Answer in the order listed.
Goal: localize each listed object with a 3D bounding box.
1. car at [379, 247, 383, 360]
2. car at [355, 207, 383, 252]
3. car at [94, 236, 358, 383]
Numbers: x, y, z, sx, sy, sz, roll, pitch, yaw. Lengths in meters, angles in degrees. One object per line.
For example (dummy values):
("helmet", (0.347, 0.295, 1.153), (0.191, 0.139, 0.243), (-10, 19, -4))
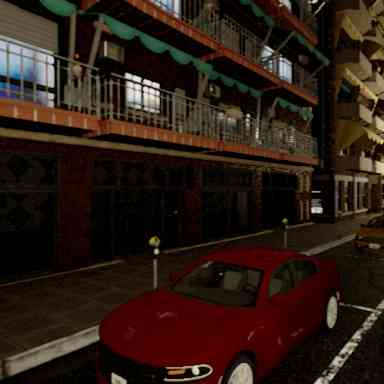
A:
("car", (4.563, 1.544, 5.337), (2.033, 1.411, 5.357), (0, 0, 41))
("car", (7.766, 1.521, 13.181), (1.752, 1.417, 4.829), (0, 0, 40))
("car", (0.759, 1.544, 4.853), (1.887, 1.381, 4.507), (0, 0, 40))
